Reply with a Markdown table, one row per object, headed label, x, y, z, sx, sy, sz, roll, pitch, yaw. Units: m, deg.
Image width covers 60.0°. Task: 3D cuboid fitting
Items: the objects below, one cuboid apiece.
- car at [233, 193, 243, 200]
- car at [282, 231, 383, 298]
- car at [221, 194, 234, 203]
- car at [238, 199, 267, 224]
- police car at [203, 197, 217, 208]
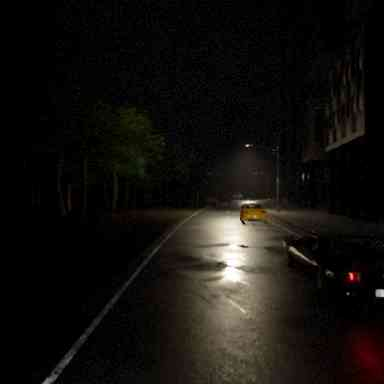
| label | x | y | z | sx | sy | sz | roll | pitch | yaw |
| --- | --- | --- | --- | --- | --- | --- | --- | --- | --- |
| car | 12.426 | 1.162 | 90.719 | 2.150 | 2.045 | 5.566 | 0 | 0 | 16 |
| car | 3.767 | 1.678 | 8.641 | 1.895 | 1.301 | 4.718 | 0 | 0 | 2 |
| car | 7.145 | 1.511 | 69.140 | 1.837 | 1.490 | 4.892 | 0 | 0 | 12 |
| car | 4.762 | 1.633 | 26.546 | 1.882 | 1.535 | 5.008 | 0 | 0 | 4 |
| police car | 2.856 | 1.602 | 51.754 | 1.930 | 1.638 | 5.238 | 0 | 0 | 9 |
